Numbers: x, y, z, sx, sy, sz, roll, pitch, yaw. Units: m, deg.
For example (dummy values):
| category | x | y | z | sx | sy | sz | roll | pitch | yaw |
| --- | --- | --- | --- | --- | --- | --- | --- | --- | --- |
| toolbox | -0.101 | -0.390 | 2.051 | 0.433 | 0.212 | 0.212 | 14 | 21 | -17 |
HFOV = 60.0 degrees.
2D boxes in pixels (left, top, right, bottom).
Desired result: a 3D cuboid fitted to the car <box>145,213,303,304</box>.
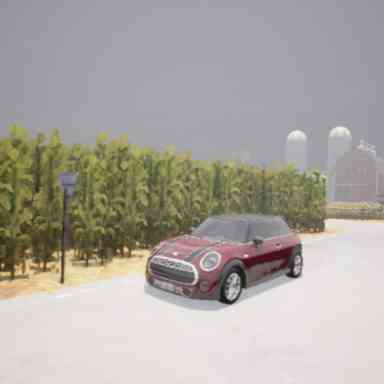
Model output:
| category | x | y | z | sx | sy | sz | roll | pitch | yaw |
| --- | --- | --- | --- | --- | --- | --- | --- | --- | --- |
| car | 1.014 | 1.358 | 8.379 | 2.097 | 1.767 | 4.553 | 2 | 0 | 42 |
